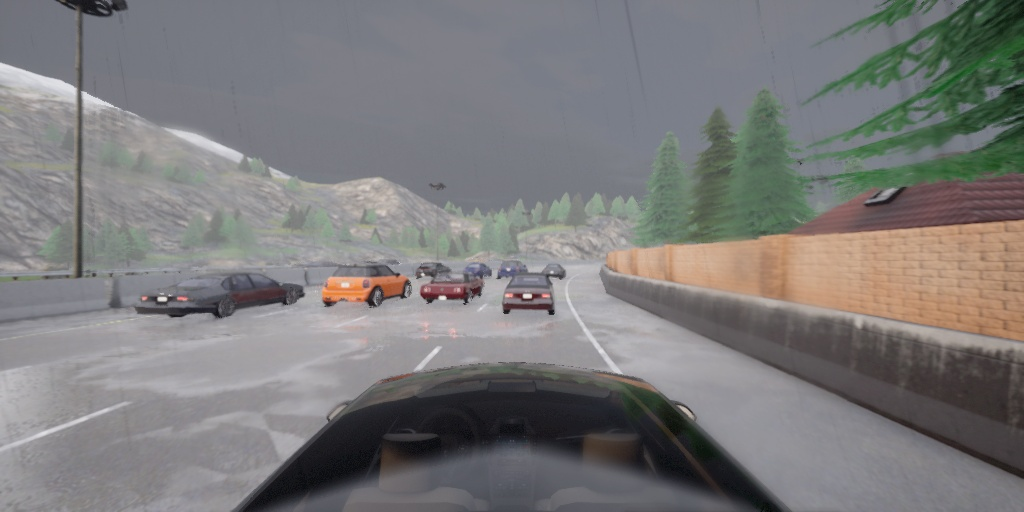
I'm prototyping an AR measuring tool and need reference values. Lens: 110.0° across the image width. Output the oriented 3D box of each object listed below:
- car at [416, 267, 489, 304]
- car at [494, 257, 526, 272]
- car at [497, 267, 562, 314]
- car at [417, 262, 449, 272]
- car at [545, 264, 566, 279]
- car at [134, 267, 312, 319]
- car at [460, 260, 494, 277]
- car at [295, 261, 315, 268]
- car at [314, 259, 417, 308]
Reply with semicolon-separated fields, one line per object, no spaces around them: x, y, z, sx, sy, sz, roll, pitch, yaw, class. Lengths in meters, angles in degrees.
-2.529;1.383;16.434;1.895;1.301;4.718;0;0;6;car
0.146;1.185;32.605;2.097;1.767;4.553;0;0;12;car
0.727;1.332;13.942;2.033;1.411;5.357;0;0;5;car
-7.029;1.317;32.595;1.837;1.490;4.892;0;0;12;car
3.987;1.410;33.790;1.994;1.385;4.181;0;0;13;car
-9.894;1.300;12.850;2.033;1.411;5.357;0;0;4;car
-3.217;1.352;33.721;1.812;1.442;4.674;0;0;12;car
-22.789;1.344;43.091;2.033;1.411;5.357;0;0;14;car
-6.085;1.121;15.613;2.097;1.767;4.553;0;0;5;car
